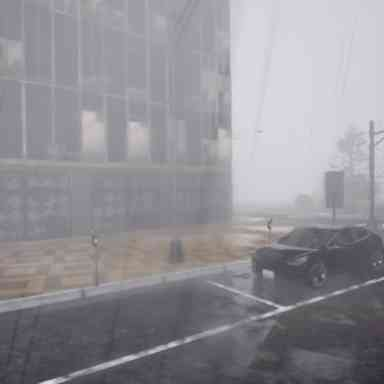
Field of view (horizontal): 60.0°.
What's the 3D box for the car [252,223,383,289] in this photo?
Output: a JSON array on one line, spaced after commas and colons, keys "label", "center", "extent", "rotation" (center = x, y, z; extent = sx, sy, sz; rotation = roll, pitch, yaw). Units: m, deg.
[{"label": "car", "center": [3.576, 1.562, 9.119], "extent": [4.313, 1.339, 1.947], "rotation": [0, -1, -35]}]
